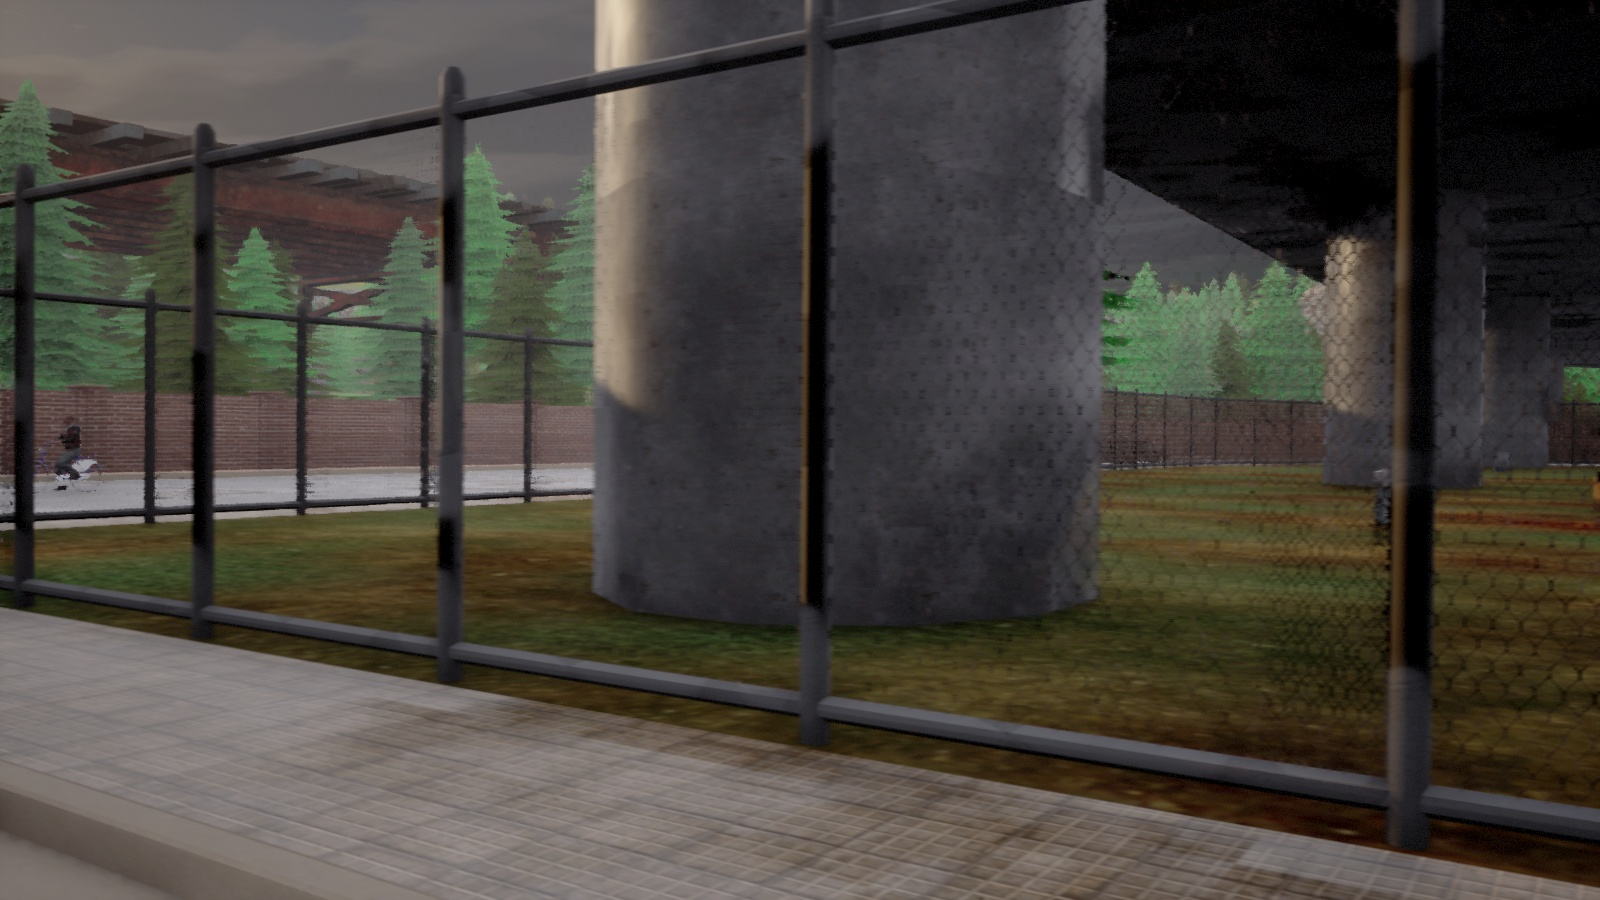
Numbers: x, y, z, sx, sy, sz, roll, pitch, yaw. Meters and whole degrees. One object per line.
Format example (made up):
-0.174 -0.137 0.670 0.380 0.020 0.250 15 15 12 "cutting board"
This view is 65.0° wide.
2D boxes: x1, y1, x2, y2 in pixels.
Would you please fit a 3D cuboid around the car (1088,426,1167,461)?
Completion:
15.872 -0.345 60.846 3.988 1.617 1.851 -1 1 -43 "car"

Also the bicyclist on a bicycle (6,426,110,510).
-16.336 0.372 27.695 0.659 1.776 1.843 0 1 34 "bicyclist on a bicycle"
